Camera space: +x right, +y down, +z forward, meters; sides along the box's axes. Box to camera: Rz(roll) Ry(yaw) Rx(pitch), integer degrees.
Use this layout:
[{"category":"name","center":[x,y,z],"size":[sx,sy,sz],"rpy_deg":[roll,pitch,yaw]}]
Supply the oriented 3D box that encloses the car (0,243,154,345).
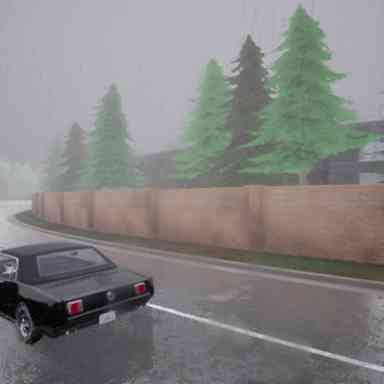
[{"category":"car","center":[-3.007,1.684,6.595],"size":[4.718,1.301,1.895],"rpy_deg":[-1,-1,40]}]
